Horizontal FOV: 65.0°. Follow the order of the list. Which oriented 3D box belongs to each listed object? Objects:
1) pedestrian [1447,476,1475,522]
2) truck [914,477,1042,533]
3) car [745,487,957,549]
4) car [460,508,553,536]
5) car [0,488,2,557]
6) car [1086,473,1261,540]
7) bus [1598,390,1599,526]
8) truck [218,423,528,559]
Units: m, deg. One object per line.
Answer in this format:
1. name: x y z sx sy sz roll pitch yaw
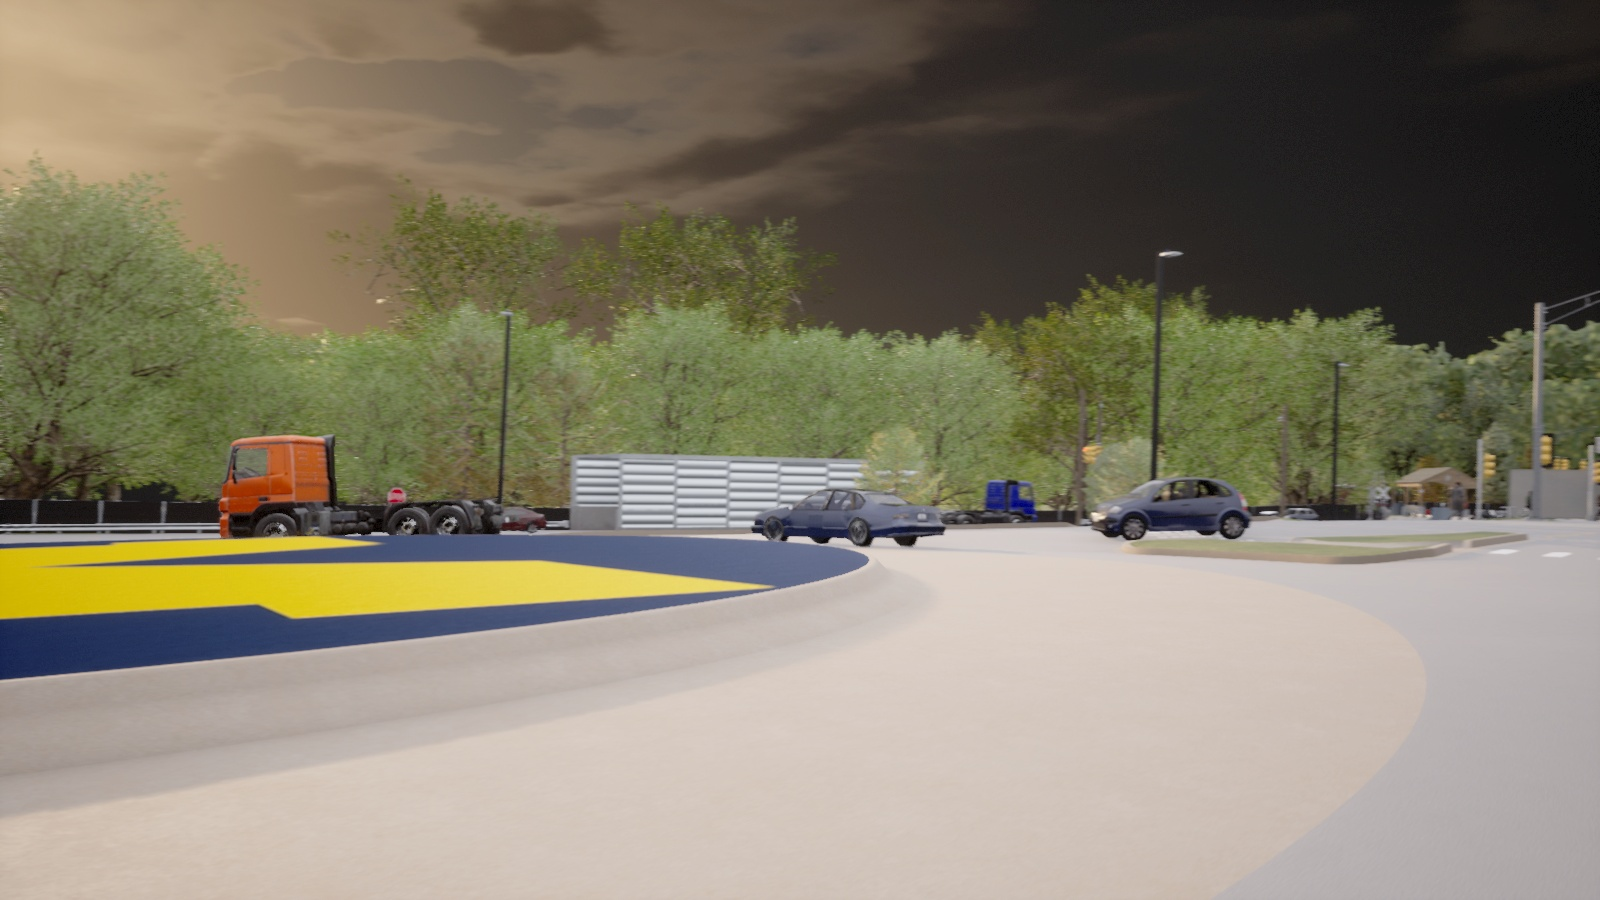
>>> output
1. pedestrian: 28.684 2.110 54.497 0.873 1.952 0.659 3 -2 -31
2. truck: 11.548 3.552 81.121 7.936 3.462 2.891 1 -1 -28
3. car: 1.162 1.672 31.166 2.033 1.411 5.357 4 -4 -43
4. car: -16.389 3.996 70.174 4.674 1.442 1.812 1 -1 -31
5. car: -21.372 1.688 28.786 5.027 1.651 2.152 0 -6 -27
6. car: 9.826 1.460 33.203 3.988 1.617 1.851 -1 0 -7
7. bus: 24.741 0.174 34.163 3.944 4.253 10.273 0 -1 26
8. truck: -12.288 1.215 36.573 7.936 3.462 2.891 -3 -2 4
